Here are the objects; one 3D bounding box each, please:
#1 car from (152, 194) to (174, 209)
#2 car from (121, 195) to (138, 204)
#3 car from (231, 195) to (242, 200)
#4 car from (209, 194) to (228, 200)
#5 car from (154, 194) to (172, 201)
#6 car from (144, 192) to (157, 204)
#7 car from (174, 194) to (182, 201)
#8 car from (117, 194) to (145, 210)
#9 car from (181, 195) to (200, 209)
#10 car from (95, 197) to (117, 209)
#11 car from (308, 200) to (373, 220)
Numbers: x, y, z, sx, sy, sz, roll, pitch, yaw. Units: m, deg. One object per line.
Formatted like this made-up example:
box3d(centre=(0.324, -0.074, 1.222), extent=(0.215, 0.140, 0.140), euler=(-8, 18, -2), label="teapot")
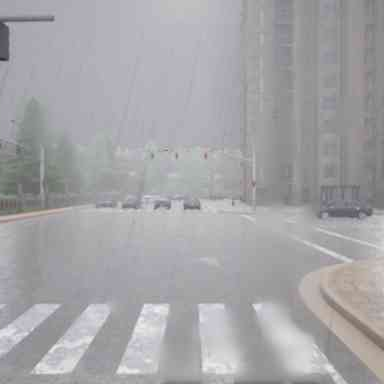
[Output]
box3d(centre=(-3.511, 1.342, 40.905), extent=(1.812, 1.442, 4.674), euler=(0, 0, 0), label="car")
box3d(centre=(-10.381, 1.275, 55.662), extent=(1.812, 1.442, 4.674), euler=(0, 0, 4), label="car")
box3d(centre=(11.394, 1.254, 76.080), extent=(4.718, 1.301, 1.895), euler=(0, 0, -33), label="car")
box3d(centre=(6.141, 1.157, 76.405), extent=(4.892, 1.490, 1.837), euler=(0, 0, -42), label="car")
box3d(centre=(-6.193, 1.202, 71.831), extent=(1.812, 1.442, 4.674), euler=(0, 0, 25), label="car")
box3d(centre=(-6.948, 0.975, 55.226), extent=(2.150, 2.045, 5.566), euler=(0, 0, 4), label="car")
box3d(centre=(-2.888, 1.207, 70.606), extent=(1.812, 1.442, 4.674), euler=(0, 0, 30), label="car")
box3d(centre=(-7.186, 1.325, 39.864), extent=(1.837, 1.490, 4.892), euler=(0, 0, 0), label="car")
box3d(centre=(0.003, 1.382, 40.555), extent=(1.994, 1.385, 4.181), euler=(0, 0, 0), label="car")
box3d(centre=(-10.682, 1.375, 41.685), extent=(1.994, 1.385, 4.181), euler=(0, 0, 0), label="car")
box3d(centre=(11.801, 1.439, 26.661), extent=(4.892, 1.490, 1.837), euler=(0, 0, 0), label="car")
